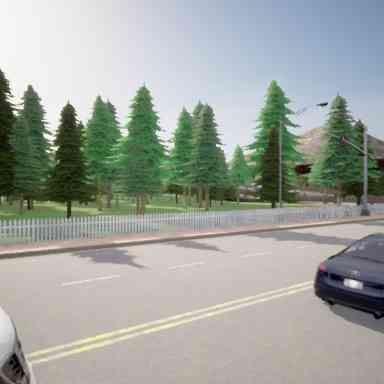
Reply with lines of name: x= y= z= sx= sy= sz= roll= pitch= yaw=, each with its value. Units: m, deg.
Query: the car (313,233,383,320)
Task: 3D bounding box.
car: x=4.441 y=1.566 z=6.938 sx=4.181 sy=1.385 sz=1.994 roll=0 pitch=0 yaw=-35

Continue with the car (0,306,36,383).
car: x=-3.598 y=1.221 z=1.189 sx=5.566 sy=2.045 sz=2.150 roll=0 pitch=0 yaw=-36
